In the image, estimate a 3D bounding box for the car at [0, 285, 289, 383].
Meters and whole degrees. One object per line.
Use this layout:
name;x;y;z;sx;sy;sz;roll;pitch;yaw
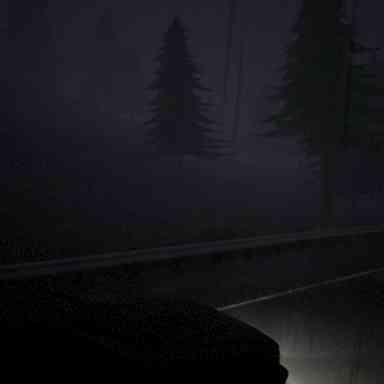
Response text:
car;-1.641;1.544;2.548;5.357;1.411;2.033;0;0;-35
